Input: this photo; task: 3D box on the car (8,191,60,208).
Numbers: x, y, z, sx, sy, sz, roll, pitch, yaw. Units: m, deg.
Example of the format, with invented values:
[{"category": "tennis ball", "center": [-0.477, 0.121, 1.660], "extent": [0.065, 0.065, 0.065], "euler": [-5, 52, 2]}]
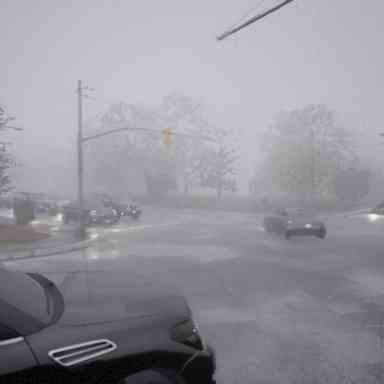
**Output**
[{"category": "car", "center": [-14.045, 1.043, 29.636], "extent": [5.566, 2.045, 2.150], "euler": [2, 2, 43]}]

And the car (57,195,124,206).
[{"category": "car", "center": [-7.143, 1.321, 23.191], "extent": [4.553, 1.767, 2.097], "euler": [1, 1, 43]}]

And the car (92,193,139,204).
[{"category": "car", "center": [-6.432, 1.144, 27.315], "extent": [5.566, 2.045, 2.150], "euler": [1, 1, 43]}]

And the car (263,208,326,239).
[{"category": "car", "center": [5.101, 1.501, 17.106], "extent": [1.994, 1.385, 4.181], "euler": [0, 0, -5]}]

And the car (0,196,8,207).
[{"category": "car", "center": [-21.378, 1.107, 36.494], "extent": [4.718, 1.301, 1.895], "euler": [3, 3, 43]}]

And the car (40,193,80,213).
[{"category": "car", "center": [-13.547, 1.085, 33.965], "extent": [4.553, 1.767, 2.097], "euler": [2, 2, 43]}]

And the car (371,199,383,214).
[{"category": "car", "center": [18.586, 1.365, 31.659], "extent": [1.994, 1.385, 4.181], "euler": [0, 0, 42]}]

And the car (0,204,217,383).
[{"category": "car", "center": [-2.426, 1.226, 2.192], "extent": [5.566, 2.045, 2.150], "euler": [0, 0, -36]}]

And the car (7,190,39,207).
[{"category": "car", "center": [-20.792, 0.731, 40.740], "extent": [4.553, 1.767, 2.097], "euler": [3, 3, 43]}]
